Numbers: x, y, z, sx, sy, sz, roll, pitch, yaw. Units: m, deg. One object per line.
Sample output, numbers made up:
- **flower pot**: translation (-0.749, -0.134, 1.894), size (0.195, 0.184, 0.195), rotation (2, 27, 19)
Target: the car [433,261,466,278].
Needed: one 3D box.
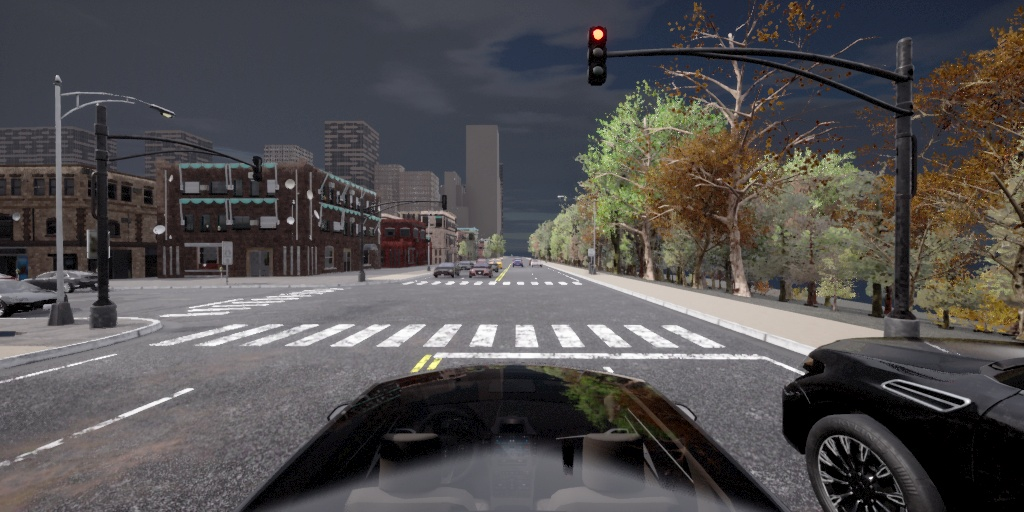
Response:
- **car**: translation (-6.071, 1.287, 34.154), size (2.033, 1.411, 5.357), rotation (0, 0, 1)

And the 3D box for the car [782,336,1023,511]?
- **car**: translation (3.321, 0.972, 0.625), size (2.150, 2.045, 5.566), rotation (0, 0, 1)

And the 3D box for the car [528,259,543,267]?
- **car**: translation (4.386, 1.327, 64.080), size (1.895, 1.301, 4.718), rotation (0, 0, 1)

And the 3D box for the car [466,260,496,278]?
- **car**: translation (-2.828, 1.304, 33.669), size (1.994, 1.385, 4.181), rotation (0, 0, 1)

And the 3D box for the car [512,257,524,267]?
- **car**: translation (1.025, 1.252, 63.751), size (1.812, 1.442, 4.674), rotation (0, 0, 1)

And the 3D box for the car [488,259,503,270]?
- **car**: translation (-2.466, 1.209, 54.355), size (1.882, 1.535, 5.008), rotation (0, 0, 1)

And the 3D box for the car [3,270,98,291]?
- **car**: translation (-27.951, 1.560, 22.324), size (4.403, 1.370, 2.007), rotation (0, 0, 1)

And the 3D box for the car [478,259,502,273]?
- **car**: translation (-2.646, 1.300, 43.751), size (1.994, 1.385, 4.181), rotation (0, 0, 2)

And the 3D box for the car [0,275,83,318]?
- **car**: translation (-19.762, 1.565, 13.673), size (4.313, 1.339, 1.948), rotation (0, 0, 1)

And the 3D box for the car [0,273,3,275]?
- **car**: translation (-33.486, 1.654, 22.424), size (4.207, 1.307, 1.802), rotation (0, 0, 1)

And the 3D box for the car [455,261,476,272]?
- **car**: translation (-5.875, 1.299, 45.600), size (1.994, 1.385, 4.181), rotation (0, 0, 1)
